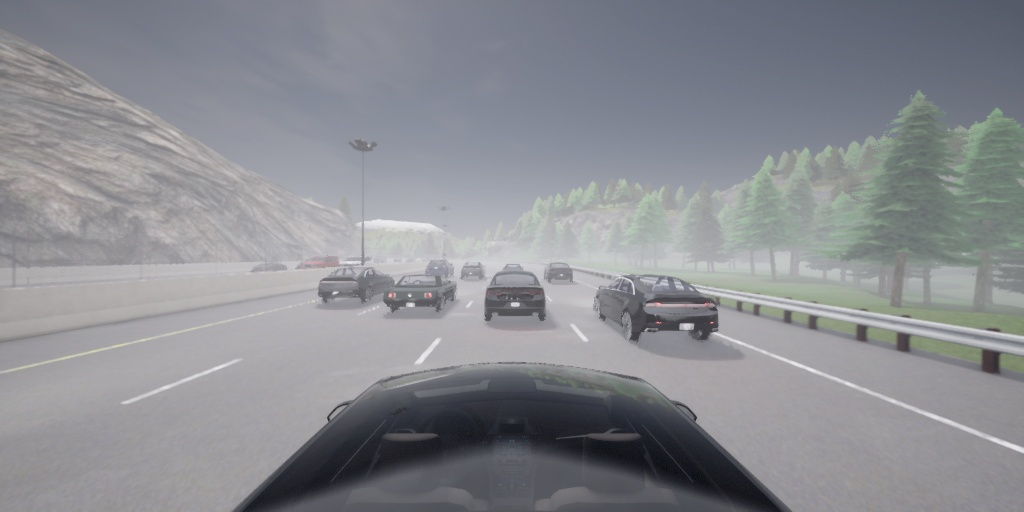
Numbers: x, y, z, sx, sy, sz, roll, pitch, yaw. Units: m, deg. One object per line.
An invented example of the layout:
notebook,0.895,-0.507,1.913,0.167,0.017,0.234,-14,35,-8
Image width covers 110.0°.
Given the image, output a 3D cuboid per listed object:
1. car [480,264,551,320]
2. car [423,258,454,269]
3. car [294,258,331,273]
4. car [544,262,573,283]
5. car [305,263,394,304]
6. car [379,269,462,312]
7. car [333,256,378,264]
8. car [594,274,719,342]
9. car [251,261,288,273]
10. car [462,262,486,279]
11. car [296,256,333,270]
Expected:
car,0.095,1.230,12.680,1.882,1.535,5.008,0,0,0
car,-6.916,1.109,34.707,2.097,1.767,4.553,0,0,0
car,-24.599,1.110,44.415,2.097,1.767,4.553,0,0,0
car,3.589,1.235,28.424,1.882,1.535,5.008,0,0,0
car,-6.907,1.244,16.433,2.128,1.511,4.902,0,0,0
car,-3.406,1.354,14.275,1.895,1.301,4.718,0,0,0
car,-17.611,0.979,40.728,2.150,2.045,5.566,0,0,0
car,3.596,1.244,9.804,2.128,1.511,4.902,0,0,0
car,-28.100,1.322,41.705,1.994,1.385,4.181,0,0,0
car,-3.415,1.249,32.098,2.128,1.511,4.902,0,0,0
car,-21.110,0.979,39.739,2.150,2.045,5.566,0,0,0
